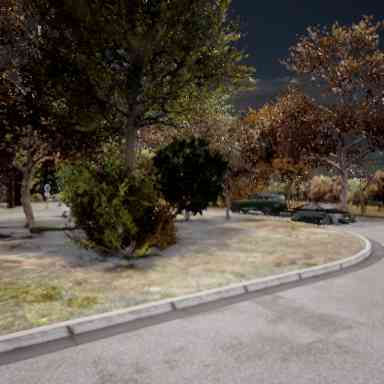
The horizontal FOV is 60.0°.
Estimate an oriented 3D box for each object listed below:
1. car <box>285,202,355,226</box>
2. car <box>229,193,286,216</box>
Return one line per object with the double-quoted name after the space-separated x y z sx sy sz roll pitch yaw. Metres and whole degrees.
8.717 1.449 22.466 1.994 1.385 4.181 0 0 -29 "car"
6.050 1.083 31.198 5.566 2.045 2.150 0 0 38 "car"
